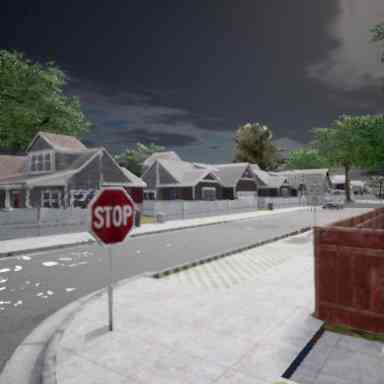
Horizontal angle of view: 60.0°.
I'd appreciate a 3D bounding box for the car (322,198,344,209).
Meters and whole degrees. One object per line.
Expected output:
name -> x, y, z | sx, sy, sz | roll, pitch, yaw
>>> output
car -> 18.523, 1.523, 43.636 | 1.994, 1.385, 4.181 | -1, 0, 36
